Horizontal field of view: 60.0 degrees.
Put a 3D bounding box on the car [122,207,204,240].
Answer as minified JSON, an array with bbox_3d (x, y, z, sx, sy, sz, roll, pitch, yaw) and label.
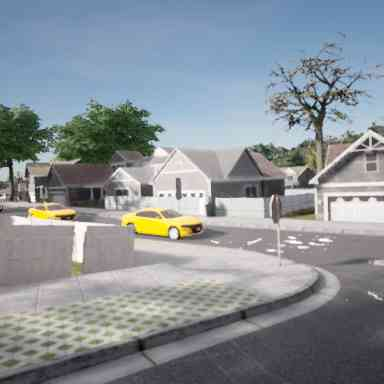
[{"bbox_3d":[-1.691,1.618,18.381,5.008,1.535,1.882,0,3,36],"label":"car"}]

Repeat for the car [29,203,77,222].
[{"bbox_3d":[-10.742,1.614,25.548,5.008,1.535,1.882,0,3,42],"label":"car"}]

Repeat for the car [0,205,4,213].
[{"bbox_3d":[-22.366,1.698,36.768,1.895,1.301,4.718,-4,3,-42],"label":"car"}]
